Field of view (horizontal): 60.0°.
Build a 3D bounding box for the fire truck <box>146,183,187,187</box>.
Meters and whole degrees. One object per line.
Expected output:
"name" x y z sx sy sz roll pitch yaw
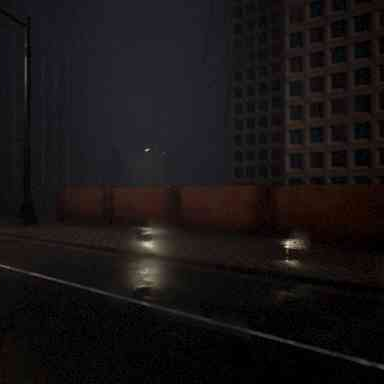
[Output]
"fire truck" -4.301 0.337 57.793 2.891 3.827 8.468 0 0 35
